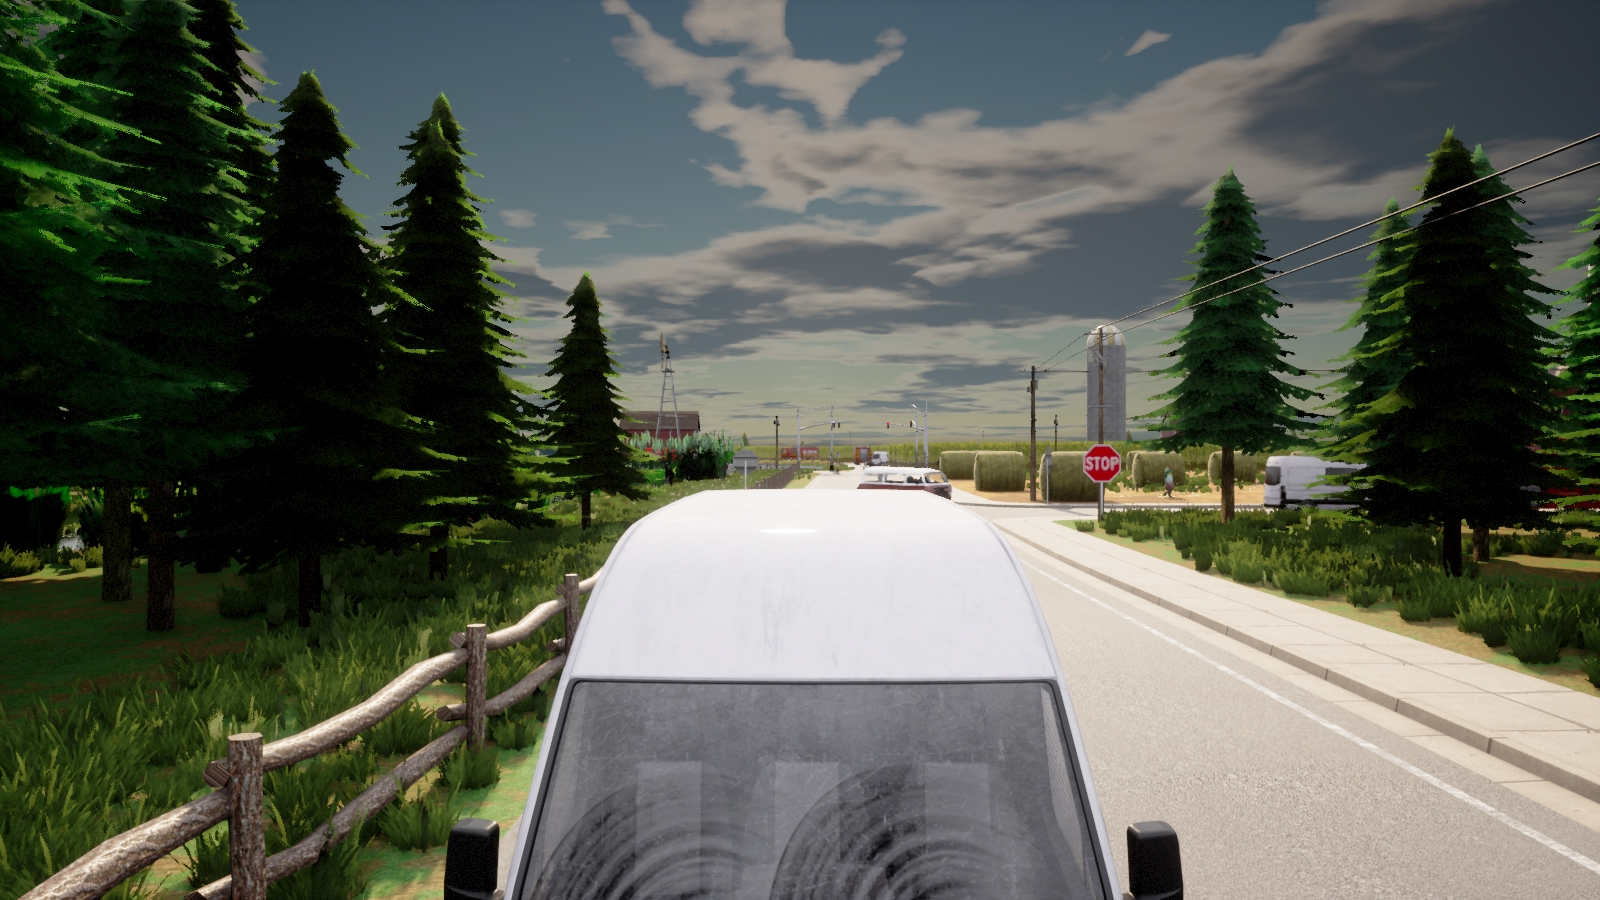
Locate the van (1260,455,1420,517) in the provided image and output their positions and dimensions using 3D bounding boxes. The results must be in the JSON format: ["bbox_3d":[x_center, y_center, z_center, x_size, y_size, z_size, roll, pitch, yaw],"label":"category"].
[{"bbox_3d":[23.132,1.533,49.084,5.915,2.561,1.988,0,0,-1],"label":"van"}]

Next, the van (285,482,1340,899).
[{"bbox_3d":[0.056,1.508,5.110,1.988,2.561,5.915,0,0,1],"label":"van"}]

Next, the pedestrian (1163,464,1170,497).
[{"bbox_3d":[20.282,1.682,63.242,0.375,1.860,0.375,0,0,21],"label":"pedestrian"}]

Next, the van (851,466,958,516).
[{"bbox_3d":[4.601,1.763,50.750,2.069,2.038,4.480,-1,1,-45],"label":"van"}]
